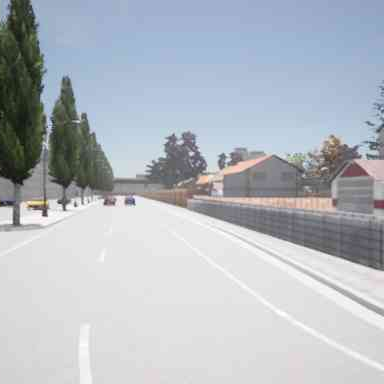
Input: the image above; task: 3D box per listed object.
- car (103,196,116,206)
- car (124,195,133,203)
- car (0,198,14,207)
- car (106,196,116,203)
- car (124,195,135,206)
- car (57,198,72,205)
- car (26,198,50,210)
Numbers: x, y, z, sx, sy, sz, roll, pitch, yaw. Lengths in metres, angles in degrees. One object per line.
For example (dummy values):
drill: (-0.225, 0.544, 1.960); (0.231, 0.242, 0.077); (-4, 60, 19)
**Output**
car: (-14.406, 1.609, 57.950); (1.812, 1.442, 4.674); (0, 0, -11)
car: (-12.994, 1.425, 68.216); (1.812, 1.442, 4.674); (0, 0, -12)
car: (-26.987, 1.472, 47.721); (4.718, 1.301, 1.895); (2, 0, 21)
car: (-16.429, 1.460, 67.544); (1.895, 1.301, 4.718); (0, 0, -12)
car: (-11.058, 1.583, 59.019); (1.882, 1.535, 5.008); (0, -1, -11)
car: (-23.082, 1.694, 60.173); (1.895, 1.301, 4.718); (1, -1, -12)
car: (-19.510, 1.489, 42.290); (1.882, 1.535, 5.008); (0, 0, -11)
